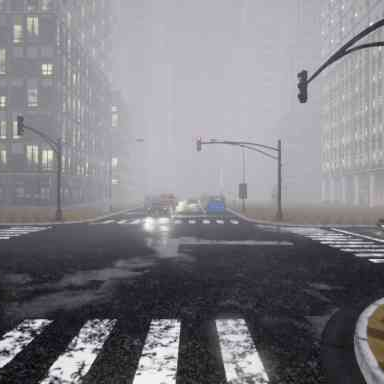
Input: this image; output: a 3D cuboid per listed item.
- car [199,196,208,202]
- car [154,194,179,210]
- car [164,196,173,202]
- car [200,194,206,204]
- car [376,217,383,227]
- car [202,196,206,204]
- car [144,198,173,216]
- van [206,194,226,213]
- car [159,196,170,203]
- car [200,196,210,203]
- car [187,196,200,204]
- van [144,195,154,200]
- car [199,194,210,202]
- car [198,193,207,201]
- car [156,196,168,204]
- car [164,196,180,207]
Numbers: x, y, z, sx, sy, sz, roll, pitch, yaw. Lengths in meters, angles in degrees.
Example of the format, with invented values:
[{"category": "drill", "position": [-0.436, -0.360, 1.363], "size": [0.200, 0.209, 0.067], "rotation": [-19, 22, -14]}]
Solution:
[{"category": "car", "position": [2.764, 1.561, 80.251], "size": [1.947, 1.339, 4.313], "rotation": [0, 0, 0]}, {"category": "car", "position": [-3.174, 1.221, 42.952], "size": [2.150, 2.045, 5.566], "rotation": [0, 0, 1]}, {"category": "car", "position": [-5.616, 1.577, 80.285], "size": [1.802, 1.307, 4.206], "rotation": [0, 0, 0]}, {"category": "car", "position": [2.696, 1.313, 63.633], "size": [2.192, 1.841, 5.009], "rotation": [0, 0, 0]}, {"category": "car", "position": [14.161, 1.684, 20.122], "size": [5.357, 1.411, 2.033], "rotation": [0, 0, -1]}, {"category": "car", "position": [2.628, 1.544, 41.479], "size": [1.887, 1.381, 4.507], "rotation": [0, 0, 0]}, {"category": "car", "position": [-3.223, 1.600, 32.908], "size": [1.895, 1.301, 4.718], "rotation": [0, 0, 0]}, {"category": "van", "position": [2.696, 1.341, 35.940], "size": [1.690, 1.788, 3.998], "rotation": [0, 0, 0]}, {"category": "car", "position": [-5.662, 1.548, 69.205], "size": [2.008, 1.369, 4.403], "rotation": [0, 0, 0]}, {"category": "car", "position": [2.718, 1.542, 69.172], "size": [1.887, 1.381, 4.507], "rotation": [0, 0, 0]}, {"category": "car", "position": [0.097, 1.599, 62.444], "size": [1.895, 1.301, 4.718], "rotation": [0, 0, 0]}, {"category": "van", "position": [-5.752, 1.340, 47.049], "size": [1.690, 1.788, 3.998], "rotation": [0, 0, 0]}, {"category": "car", "position": [2.742, 1.311, 74.712], "size": [2.192, 1.841, 5.009], "rotation": [0, 0, 0]}, {"category": "car", "position": [2.788, 1.309, 85.790], "size": [2.192, 1.841, 5.009], "rotation": [0, 0, 0]}, {"category": "car", "position": [-5.685, 1.564, 63.667], "size": [1.947, 1.339, 4.313], "rotation": [0, 0, 0]}, {"category": "car", "position": [-3.132, 1.491, 53.256], "size": [2.128, 1.511, 4.902], "rotation": [0, 0, 0]}]
